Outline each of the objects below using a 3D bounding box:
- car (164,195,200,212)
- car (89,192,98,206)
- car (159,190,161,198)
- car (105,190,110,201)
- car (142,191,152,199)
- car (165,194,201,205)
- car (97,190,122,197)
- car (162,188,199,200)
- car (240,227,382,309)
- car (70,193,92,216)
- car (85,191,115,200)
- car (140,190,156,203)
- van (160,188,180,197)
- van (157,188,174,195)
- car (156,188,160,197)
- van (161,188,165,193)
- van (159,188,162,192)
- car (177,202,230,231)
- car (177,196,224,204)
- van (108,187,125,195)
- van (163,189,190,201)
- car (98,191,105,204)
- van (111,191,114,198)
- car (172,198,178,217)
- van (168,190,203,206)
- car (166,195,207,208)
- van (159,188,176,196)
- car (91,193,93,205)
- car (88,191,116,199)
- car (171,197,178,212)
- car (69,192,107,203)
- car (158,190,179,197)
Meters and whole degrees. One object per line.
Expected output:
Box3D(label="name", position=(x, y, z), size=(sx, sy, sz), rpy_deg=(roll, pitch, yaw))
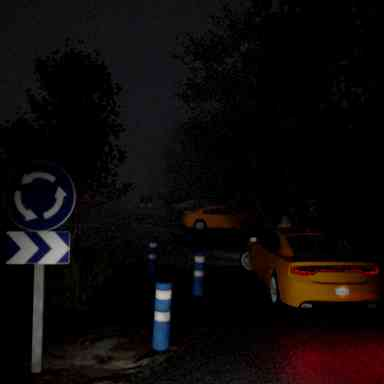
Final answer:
Box3D(label="car", position=(0.224, 1.347, 32.359), size=(5.366, 1.575, 1.946), rpy_deg=(1, 1, -7))
Box3D(label="car", position=(-13.453, 1.052, 36.225), size=(5.366, 1.575, 1.946), rpy_deg=(1, 1, -7))
Box3D(label="car", position=(-2.388, 0.812, 54.350), size=(5.008, 1.535, 2.097), rpy_deg=(1, 1, -7))
Box3D(label="car", position=(-14.138, 0.840, 44.529), size=(5.366, 1.575, 1.946), rpy_deg=(1, 1, -7))
Box3D(label="car", position=(-8.717, 0.549, 64.892), size=(1.882, 1.535, 5.008), rpy_deg=(1, 1, -7))
Box3D(label="car", position=(-1.330, 1.012, 46.244), size=(4.792, 1.488, 2.163), rpy_deg=(1, 1, -7))
Box3D(label="car", position=(-17.840, 0.312, 72.030), size=(4.892, 1.521, 2.231), rpy_deg=(1, 1, -7))
Box3D(label="car", position=(-0.260, 0.951, 37.873), size=(5.566, 2.045, 2.435), rpy_deg=(1, 1, -7))
Box3D(label="car", position=(2.588, 1.603, 8.252), size=(1.882, 1.535, 5.008), rpy_deg=(0, -1, -1))
Box3D(label="car", position=(-12.383, 1.206, 30.767), size=(5.366, 1.575, 1.946), rpy_deg=(1, 1, -7))
Box3D(label="car", position=(-16.106, 0.595, 58.261), size=(4.792, 1.488, 2.163), rpy_deg=(1, 1, -7))
Box3D(label="car", position=(-6.973, 0.816, 51.205), size=(2.128, 1.511, 4.902), rpy_deg=(1, 1, -7))
Box3D(label="van", position=(-5.094, 0.179, 76.464), size=(4.442, 1.987, 1.878), rpy_deg=(1, 1, -7))
Box3D(label="van", position=(-7.430, -0.128, 92.927), size=(4.442, 1.987, 1.878), rpy_deg=(1, 1, -7))
Box3D(label="car", position=(-3.469, 0.408, 62.583), size=(5.566, 2.045, 2.435), rpy_deg=(1, 1, -7))
Box3D(label="van", position=(-2.145, 0.639, 51.569), size=(4.442, 1.987, 1.878), rpy_deg=(1, 1, -8))
Box3D(label="van", position=(-3.207, 0.484, 59.825), size=(4.442, 1.987, 1.878), rpy_deg=(1, 1, -7))
Box3D(label="car", position=(1.789, 1.648, 21.517), size=(5.008, 1.535, 2.097), rpy_deg=(1, 1, -7))
Box3D(label="car", position=(1.476, 1.448, 24.266), size=(4.553, 1.767, 2.185), rpy_deg=(1, 1, -7))
Box3D(label="van", position=(-20.054, -0.221, 88.533), size=(4.442, 1.987, 1.878), rpy_deg=(1, 1, -7))
Box3D(label="van", position=(-2.625, 0.537, 57.107), size=(4.442, 1.987, 1.878), rpy_deg=(1, 1, -7))
Box3D(label="car", position=(-14.170, 0.901, 41.851), size=(5.366, 1.575, 1.946), rpy_deg=(1, 1, -7))
Box3D(label="van", position=(-15.607, 0.392, 55.522), size=(4.442, 1.987, 1.878), rpy_deg=(1, 1, -7))
Box3D(label="car", position=(1.079, 1.531, 26.886), size=(4.792, 1.488, 2.163), rpy_deg=(1, 1, -7))
Box3D(label="van", position=(-0.889, 0.827, 43.501), size=(4.442, 1.987, 1.878), rpy_deg=(1, 1, -7))
Box3D(label="car", position=(-0.671, 1.156, 40.619), size=(4.792, 1.488, 2.163), rpy_deg=(1, 1, -7))
Box3D(label="van", position=(-6.496, -0.024, 87.454), size=(4.442, 1.987, 1.878), rpy_deg=(1, 1, -7))
Box3D(label="car", position=(-12.912, 1.134, 33.497), size=(4.892, 1.521, 2.231), rpy_deg=(1, 1, -7))
Box3D(label="car", position=(-16.458, 0.544, 61.014), size=(4.792, 1.488, 2.163), rpy_deg=(1, 1, -7))
Box3D(label="car", position=(0.755, 1.467, 29.636), size=(4.674, 1.452, 2.002), rpy_deg=(1, 1, -7))
Box3D(label="car", position=(-14.678, 0.779, 47.249), size=(4.892, 1.521, 2.231), rpy_deg=(1, 1, -7))
Box3D(label="car", position=(-5.904, 0.304, 81.823), size=(5.008, 1.535, 2.097), rpy_deg=(1, 1, -7))
